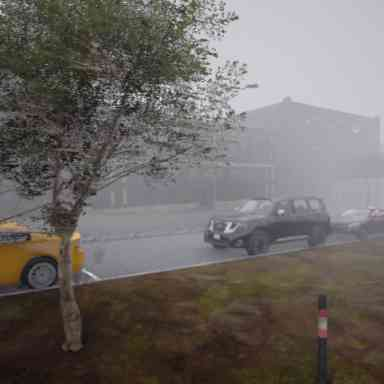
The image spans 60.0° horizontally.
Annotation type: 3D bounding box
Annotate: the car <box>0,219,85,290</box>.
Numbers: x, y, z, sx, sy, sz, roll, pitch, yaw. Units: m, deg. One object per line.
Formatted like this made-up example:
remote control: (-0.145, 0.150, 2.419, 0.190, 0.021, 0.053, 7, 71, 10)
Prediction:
car: (-4.922, 1.363, 7.157, 5.008, 1.535, 2.097, 1, 0, -33)

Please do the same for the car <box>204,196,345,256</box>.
car: (3.120, 1.181, 12.905, 5.566, 2.045, 2.435, 0, 0, -35)

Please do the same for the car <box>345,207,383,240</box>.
car: (8.606, 1.488, 16.828, 4.674, 1.452, 2.002, 0, 0, -35)
